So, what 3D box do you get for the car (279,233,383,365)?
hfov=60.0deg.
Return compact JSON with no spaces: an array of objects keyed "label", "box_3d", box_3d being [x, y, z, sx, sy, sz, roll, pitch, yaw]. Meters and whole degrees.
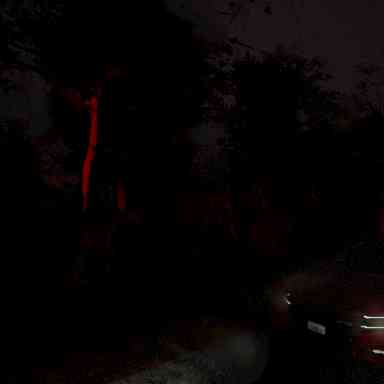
[{"label":"car","box_3d":[3.603,1.499,5.835,5.008,1.535,1.882,0,0,-37]}]
